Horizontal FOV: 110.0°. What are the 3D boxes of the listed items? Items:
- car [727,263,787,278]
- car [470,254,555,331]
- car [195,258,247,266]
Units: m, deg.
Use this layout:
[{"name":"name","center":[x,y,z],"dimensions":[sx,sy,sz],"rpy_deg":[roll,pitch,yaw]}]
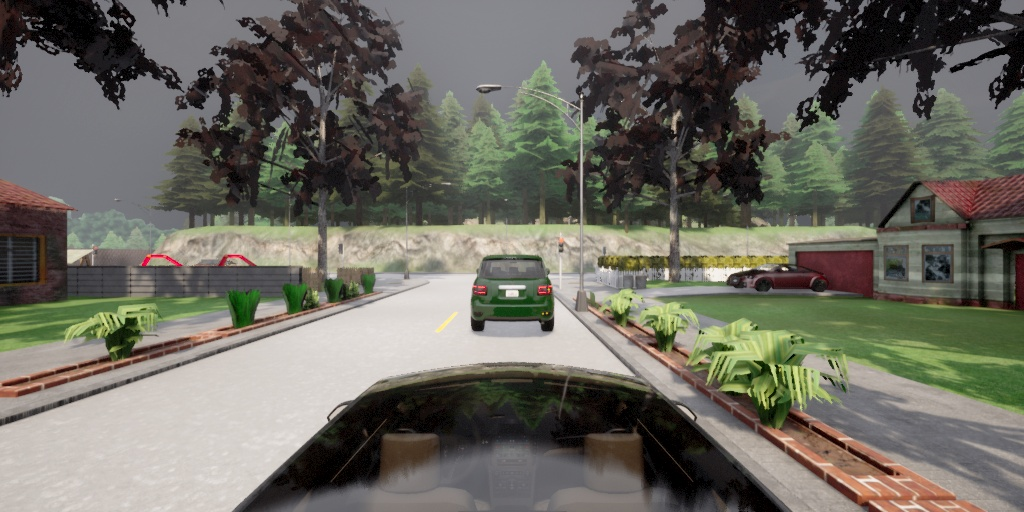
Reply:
[{"name":"car","center":[25.491,1.224,37.708],"dimensions":[5.008,1.535,1.882],"rpy_deg":[0,0,0]},{"name":"car","center":[0.031,0.971,11.067],"dimensions":[2.150,2.045,5.566],"rpy_deg":[0,0,1]},{"name":"car","center":[-27.014,1.100,33.590],"dimensions":[4.553,1.767,2.097],"rpy_deg":[0,0,0]}]
